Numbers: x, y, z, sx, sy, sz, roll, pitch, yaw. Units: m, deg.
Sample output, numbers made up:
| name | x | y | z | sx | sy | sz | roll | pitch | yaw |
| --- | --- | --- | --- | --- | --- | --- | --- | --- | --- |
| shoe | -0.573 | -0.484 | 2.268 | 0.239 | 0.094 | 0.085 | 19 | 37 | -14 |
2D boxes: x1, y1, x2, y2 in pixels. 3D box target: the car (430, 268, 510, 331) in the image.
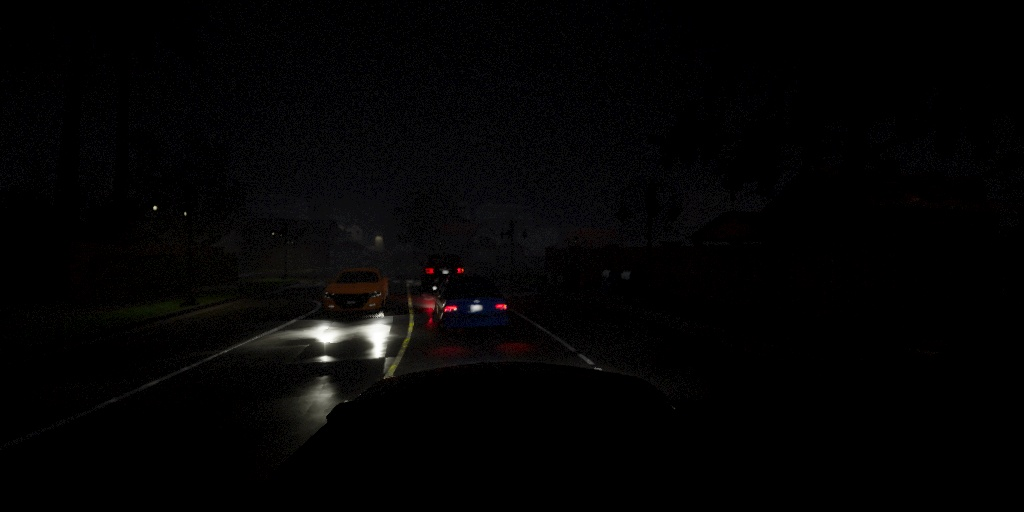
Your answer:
| name | x | y | z | sx | sy | sz | roll | pitch | yaw |
| --- | --- | --- | --- | --- | --- | --- | --- | --- | --- |
| car | -1.390 | 1.272 | 10.952 | 2.033 | 1.411 | 5.357 | 0 | 0 | -13 |

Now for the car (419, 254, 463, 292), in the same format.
| name | x | y | z | sx | sy | sz | roll | pitch | yaw |
| --- | --- | --- | --- | --- | --- | --- | --- | --- | --- |
| car | -4.151 | 0.923 | 20.997 | 2.150 | 2.045 | 5.566 | 0 | 0 | -16 |

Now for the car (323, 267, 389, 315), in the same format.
| name | x | y | z | sx | sy | sz | roll | pitch | yaw |
| --- | --- | --- | --- | --- | --- | --- | --- | --- | --- |
| car | -5.824 | 1.206 | 13.816 | 1.882 | 1.535 | 5.008 | 0 | 0 | -16 |
